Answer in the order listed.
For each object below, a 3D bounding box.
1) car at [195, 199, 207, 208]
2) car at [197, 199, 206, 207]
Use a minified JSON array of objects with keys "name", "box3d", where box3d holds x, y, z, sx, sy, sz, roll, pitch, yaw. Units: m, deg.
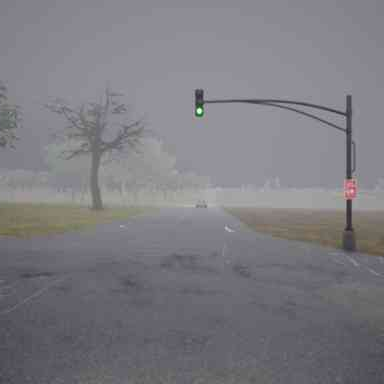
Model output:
[{"name":"car","box3d":[1.605,2.085,56.679,1.994,1.385,4.181,0,-1,2]},{"name":"car","box3d":[1.931,2.248,66.713,1.837,1.490,4.892,0,-1,2]}]
